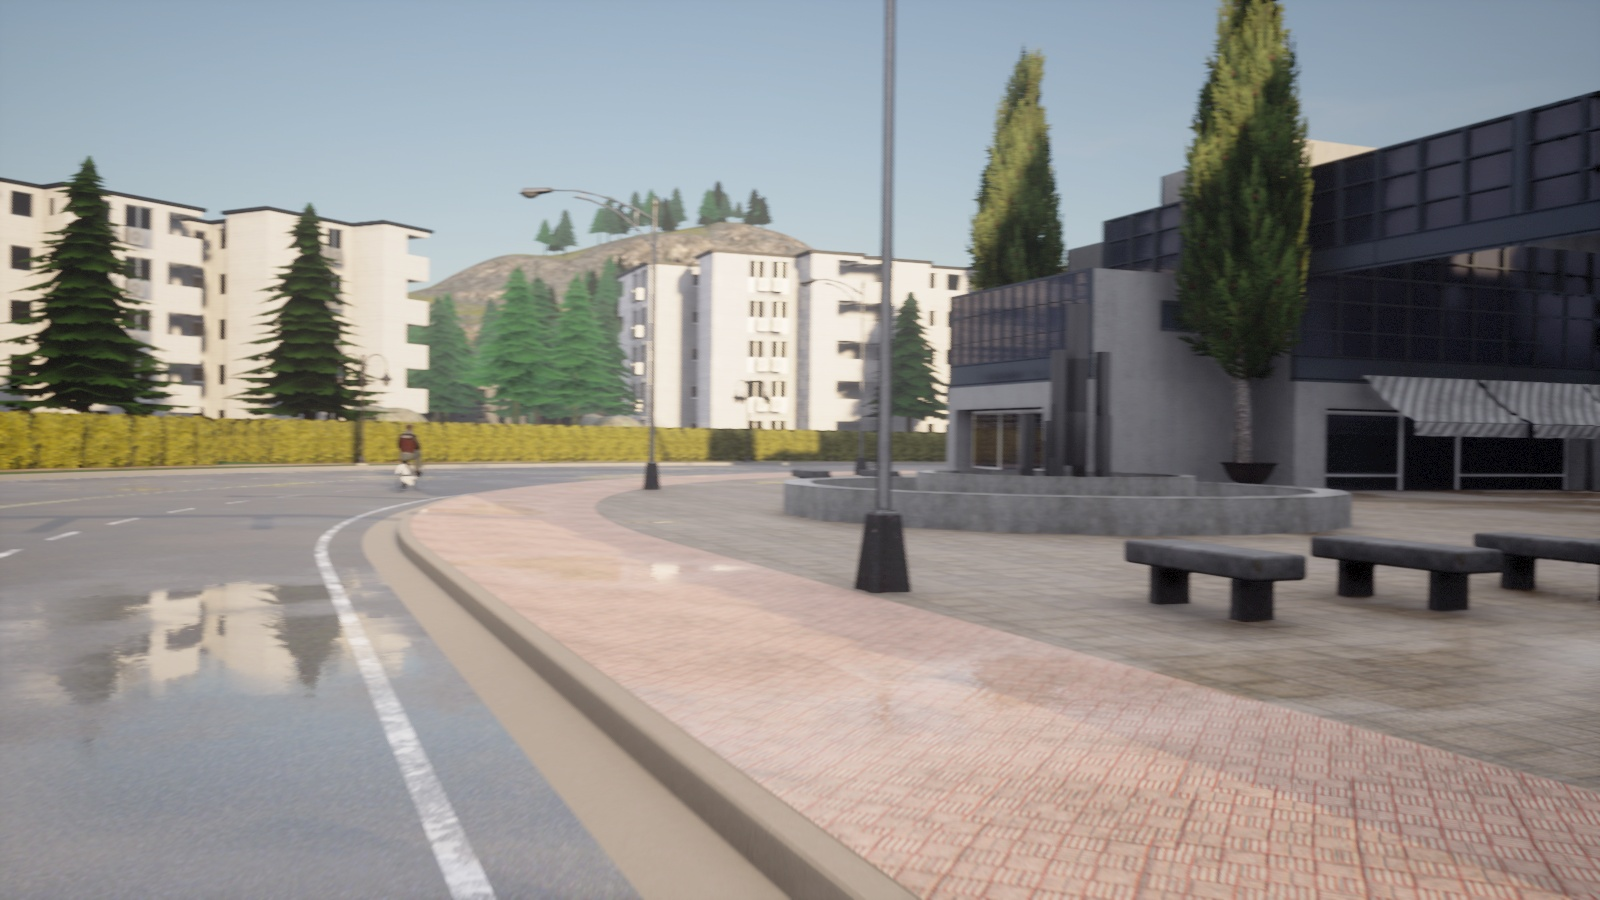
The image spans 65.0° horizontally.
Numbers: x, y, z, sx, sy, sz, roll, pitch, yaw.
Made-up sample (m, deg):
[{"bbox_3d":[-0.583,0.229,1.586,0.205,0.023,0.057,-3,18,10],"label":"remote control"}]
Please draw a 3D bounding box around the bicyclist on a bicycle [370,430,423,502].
[{"bbox_3d":[-10.287,0.387,32.068,0.659,1.776,1.843,0,1,3],"label":"bicyclist on a bicycle"}]
